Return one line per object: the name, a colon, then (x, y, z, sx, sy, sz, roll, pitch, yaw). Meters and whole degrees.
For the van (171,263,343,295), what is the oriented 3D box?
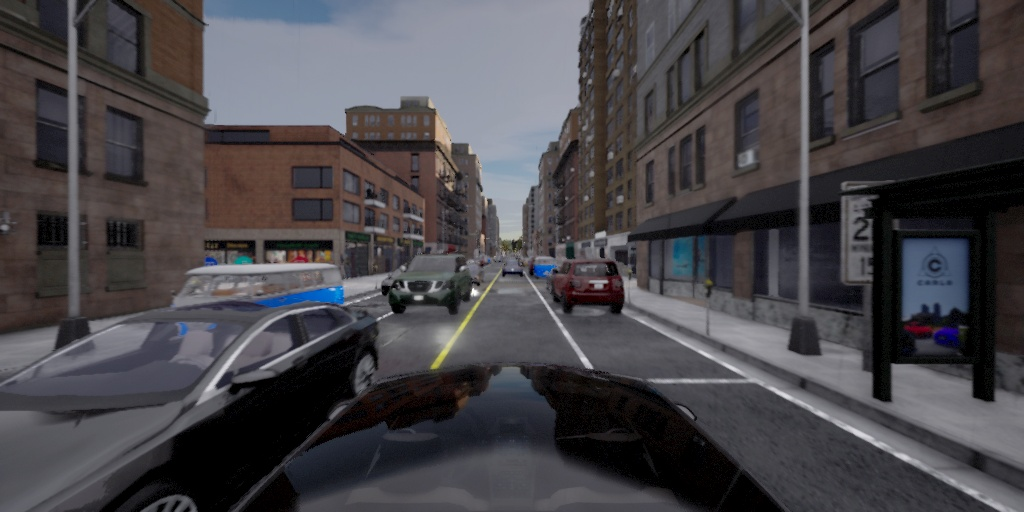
van: (-5.408, 1.062, 8.160, 1.690, 1.789, 3.998, 0, 0, 0)

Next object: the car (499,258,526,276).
car: (0.059, 1.167, 34.011, 1.994, 1.385, 4.181, 0, 0, 0)

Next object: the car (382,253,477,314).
car: (-2.849, 0.917, 13.806, 2.150, 2.045, 5.566, 0, 0, 0)

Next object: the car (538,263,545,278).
car: (2.698, 1.222, 18.975, 2.007, 1.370, 4.403, 0, 0, 0)

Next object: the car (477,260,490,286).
car: (-2.841, 1.195, 24.155, 2.033, 1.411, 5.357, 0, 0, 0)

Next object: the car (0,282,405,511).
car: (-2.851, 1.234, 3.405, 2.128, 1.511, 4.902, 0, 0, 0)

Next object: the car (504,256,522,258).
car: (0.034, 1.067, 47.285, 1.812, 1.442, 4.674, 0, 0, 1)

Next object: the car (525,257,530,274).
car: (2.680, 0.912, 35.194, 2.192, 1.841, 5.009, 0, 0, 0)

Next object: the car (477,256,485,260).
car: (-5.404, 1.088, 51.410, 1.948, 1.339, 4.313, 0, 0, 0)

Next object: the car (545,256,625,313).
car: (2.704, 1.011, 13.569, 2.192, 1.841, 5.009, 0, 0, 0)

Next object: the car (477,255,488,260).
car: (-5.403, 0.812, 56.816, 2.192, 1.841, 5.009, 0, 0, 0)

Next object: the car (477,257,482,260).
car: (-5.404, 1.098, 46.003, 2.007, 1.370, 4.403, 0, 0, 0)

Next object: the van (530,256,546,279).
van: (2.686, 0.963, 29.787, 1.690, 1.789, 3.998, 0, 0, 0)
